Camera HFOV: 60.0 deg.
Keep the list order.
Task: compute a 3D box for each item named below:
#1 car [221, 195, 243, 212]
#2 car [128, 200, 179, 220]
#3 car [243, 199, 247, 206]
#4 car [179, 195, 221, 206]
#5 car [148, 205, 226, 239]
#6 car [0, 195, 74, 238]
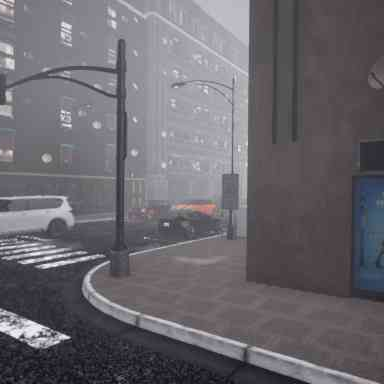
[{"bbox_3d":[3.155,1.224,35.946,2.192,1.841,5.009,1,1,35],"label":"car"},{"bbox_3d":[-3.267,1.362,26.799,1.967,1.590,4.097,1,1,35],"label":"car"},{"bbox_3d":[6.362,1.483,40.522,1.802,1.307,4.206,1,1,35],"label":"car"},{"bbox_3d":[0.146,1.306,27.369,2.097,1.767,4.553,1,0,35],"label":"car"},{"bbox_3d":[-0.029,1.599,17.700,1.947,1.339,4.313,1,1,35],"label":"car"},{"bbox_3d":[-8.229,1.190,15.445,2.150,2.045,5.566,0,0,35],"label":"car"}]
